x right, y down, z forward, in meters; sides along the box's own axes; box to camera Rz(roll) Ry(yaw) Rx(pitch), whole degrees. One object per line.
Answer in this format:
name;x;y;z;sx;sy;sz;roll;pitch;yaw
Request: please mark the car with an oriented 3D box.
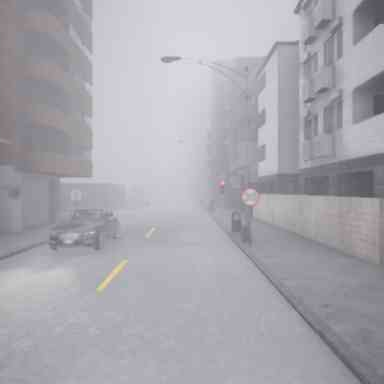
car;-4.291;1.443;13.944;2.128;1.511;4.902;0;0;-1
